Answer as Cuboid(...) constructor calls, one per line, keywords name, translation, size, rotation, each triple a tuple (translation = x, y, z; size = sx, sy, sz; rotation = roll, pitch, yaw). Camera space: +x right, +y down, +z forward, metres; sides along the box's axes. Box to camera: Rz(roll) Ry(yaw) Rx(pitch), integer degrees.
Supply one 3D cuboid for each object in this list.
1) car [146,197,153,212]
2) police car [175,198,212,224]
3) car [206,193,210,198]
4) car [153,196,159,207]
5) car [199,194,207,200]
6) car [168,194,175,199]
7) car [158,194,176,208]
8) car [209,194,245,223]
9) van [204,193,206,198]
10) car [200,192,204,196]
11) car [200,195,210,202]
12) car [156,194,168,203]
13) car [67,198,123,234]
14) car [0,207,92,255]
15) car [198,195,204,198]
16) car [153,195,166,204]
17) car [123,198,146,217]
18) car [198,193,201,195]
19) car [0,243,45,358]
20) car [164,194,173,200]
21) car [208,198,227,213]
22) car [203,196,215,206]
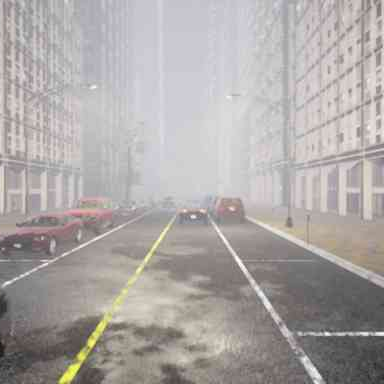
Cuboid(name="car", translation=(-5.695, 1.336, 35.887), size=(1.967, 1.590, 4.097), rotation=(0, 0, 0))
Cuboid(name="police car", translation=(0.097, 1.435, 23.950), size=(2.038, 1.542, 4.974), rotation=(0, 0, 0))
Cuboid(name="car", translation=(2.685, 1.230, 30.186), size=(2.192, 1.841, 5.009), rotation=(0, 0, 0))
Cuboid(name="car", translation=(-5.696, 1.406, 47.284), size=(2.008, 1.369, 4.403), rotation=(0, 0, 0))
Cuboid(name="car", translation=(2.685, 1.253, 81.473), size=(1.887, 1.381, 4.507), rotation=(0, 0, 0))
Cuboid(name="car", translation=(-5.697, 1.232, 92.871), size=(1.802, 1.307, 4.206), rotation=(0, 0, 0))
Cuboid(name="car", translation=(-3.091, 1.368, 45.157), size=(1.837, 1.490, 4.892), rotation=(0, 0, 0))
Cuboid(name="car", translation=(2.685, 1.248, 24.487), size=(2.192, 1.841, 5.009), rotation=(0, 0, 0))
Cuboid(name="van", translation=(2.685, 1.217, 41.582), size=(1.690, 1.788, 3.998), rotation=(0, 0, 0))
Cuboid(name="car", translation=(2.685, 1.171, 47.281), size=(2.192, 1.841, 5.009), rotation=(0, 0, 0))
Cuboid(name="car", translation=(2.685, 1.344, 70.077), size=(1.802, 1.307, 4.206), rotation=(0, 0, 0))
Cuboid(name="car", translation=(-5.696, 1.228, 64.380), size=(1.967, 1.590, 4.097), rotation=(0, 0, 0))
Cuboid(name="car", translation=(-5.695, 1.265, 18.792), size=(2.192, 1.841, 5.009), rotation=(0, 0, 0))
Cuboid(name="car", translation=(-5.694, 1.511, 13.094), size=(1.887, 1.381, 4.507), rotation=(0, 0, 0))
Cuboid(name="car", translation=(0.098, 1.441, 41.480), size=(1.994, 1.385, 4.181), rotation=(0, 0, 0))
Cuboid(name="car", translation=(-5.696, 1.338, 58.510), size=(1.752, 1.417, 4.829), rotation=(0, 0, 0))
Cuboid(name="car", translation=(-5.695, 1.355, 30.188), size=(1.967, 1.590, 4.097), rotation=(0, 0, 0))
Cuboid(name="car", translation=(2.685, 1.339, 64.380), size=(2.008, 1.369, 4.403), rotation=(0, 0, 0))
Cuboid(name="car", translation=(-3.099, 1.486, 2.074), size=(2.128, 1.511, 4.902), rotation=(0, 0, 0))
Cuboid(name="car", translation=(-5.696, 1.274, 81.474), size=(1.947, 1.339, 4.313), rotation=(0, 0, 0))
Cuboid(name="car", translation=(2.685, 1.420, 36.055), size=(1.752, 1.417, 4.829), rotation=(0, 0, 0))
Cuboid(name="car", translation=(2.685, 1.359, 53.150), size=(1.752, 1.417, 4.829), rotation=(0, 0, 0))
